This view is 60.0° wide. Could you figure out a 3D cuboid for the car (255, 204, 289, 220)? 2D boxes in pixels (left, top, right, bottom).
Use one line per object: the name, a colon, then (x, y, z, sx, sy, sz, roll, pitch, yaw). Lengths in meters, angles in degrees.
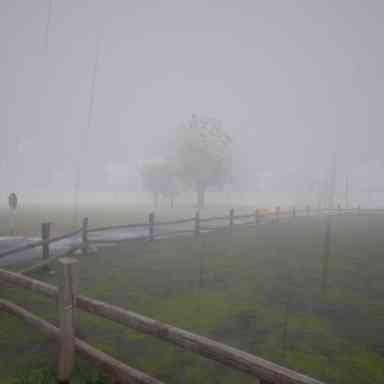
car: (8.098, 1.977, 33.280, 1.882, 1.535, 5.008, 0, -1, 38)
